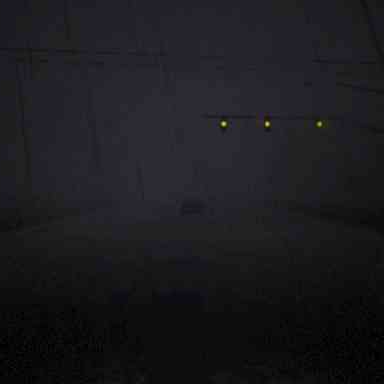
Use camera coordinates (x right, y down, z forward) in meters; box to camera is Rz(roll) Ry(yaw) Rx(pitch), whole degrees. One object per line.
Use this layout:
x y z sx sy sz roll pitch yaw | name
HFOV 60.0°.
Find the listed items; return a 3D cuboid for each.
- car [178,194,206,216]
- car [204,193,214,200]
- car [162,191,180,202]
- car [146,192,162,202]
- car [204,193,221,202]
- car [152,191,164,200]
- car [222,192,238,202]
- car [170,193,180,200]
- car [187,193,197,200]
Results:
-0.004 1.248 29.071 1.882 1.535 5.008 0 0 0 | car
3.492 0.922 69.301 1.812 1.442 4.674 0 0 0 | car
-3.507 0.758 58.906 2.150 2.045 5.566 0 0 0 | car
-7.007 1.084 58.901 2.033 1.411 5.357 0 0 0 | car
3.493 1.027 59.029 2.128 1.511 4.902 0 0 0 | car
-7.008 0.758 69.270 2.097 1.767 4.553 0 0 0 | car
6.993 1.096 59.392 1.994 1.385 4.181 0 0 0 | car
-3.508 0.956 69.302 1.994 1.385 4.181 0 0 0 | car
-0.008 0.904 69.301 1.837 1.490 4.892 0 0 0 | car
